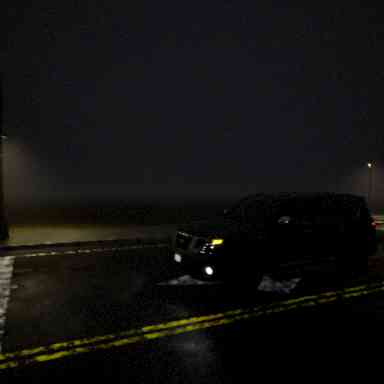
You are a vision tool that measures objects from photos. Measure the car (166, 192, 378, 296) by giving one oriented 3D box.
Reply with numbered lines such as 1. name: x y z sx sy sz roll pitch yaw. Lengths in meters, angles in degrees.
1. car: 2.164 1.038 8.325 5.566 2.045 2.150 0 2 -27
